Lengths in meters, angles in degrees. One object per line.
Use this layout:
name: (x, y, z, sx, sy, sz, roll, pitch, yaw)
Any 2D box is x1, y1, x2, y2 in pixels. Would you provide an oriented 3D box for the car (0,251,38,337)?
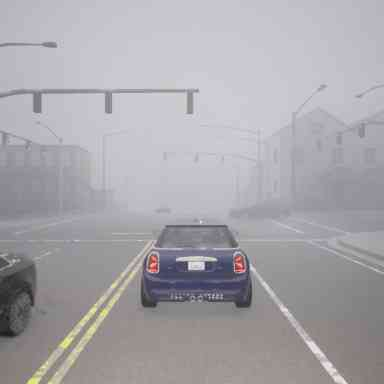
car: (-3.589, 1.491, 3.830, 2.128, 1.511, 4.902, 0, 0, 0)

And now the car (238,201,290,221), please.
car: (5.388, 1.479, 26.795, 5.008, 1.535, 1.882, 1, 0, -13)

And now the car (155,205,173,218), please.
car: (-3.558, 2.570, 42.599, 1.895, 1.301, 4.718, 0, -8, 0)

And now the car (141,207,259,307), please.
car: (0.093, 1.352, 8.116, 2.097, 1.767, 4.553, 0, 0, 0)
